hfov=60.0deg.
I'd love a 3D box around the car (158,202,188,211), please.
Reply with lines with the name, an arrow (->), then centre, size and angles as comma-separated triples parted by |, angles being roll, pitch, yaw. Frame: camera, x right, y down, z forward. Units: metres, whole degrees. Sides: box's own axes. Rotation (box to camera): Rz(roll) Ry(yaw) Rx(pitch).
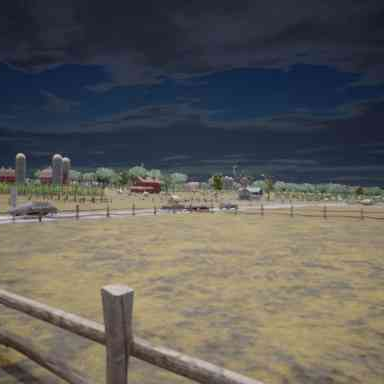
car -> -3.191, 2.281, 52.311 | 1.895, 1.301, 4.718 | 2, 0, 36

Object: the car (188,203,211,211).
car -> 1.120, 2.424, 53.395 | 1.895, 1.301, 4.718 | 2, 0, 36

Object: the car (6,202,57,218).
car -> -16.347, 1.798, 34.057 | 1.837, 1.490, 4.892 | 2, 0, 36

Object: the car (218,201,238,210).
car -> 6.726, 2.489, 61.273 | 2.128, 1.511, 4.902 | 2, 0, 36
